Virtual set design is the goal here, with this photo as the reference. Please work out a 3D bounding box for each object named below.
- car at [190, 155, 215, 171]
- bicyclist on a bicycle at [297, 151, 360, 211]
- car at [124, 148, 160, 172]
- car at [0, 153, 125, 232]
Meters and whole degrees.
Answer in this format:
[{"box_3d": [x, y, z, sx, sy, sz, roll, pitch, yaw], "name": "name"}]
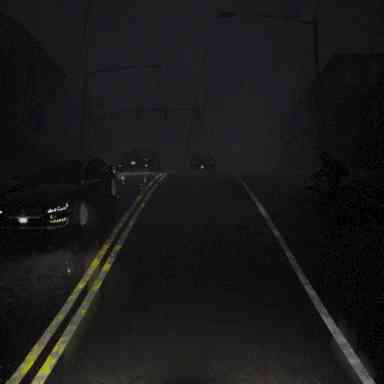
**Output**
[{"box_3d": [0.880, -2.207, 26.412, 1.895, 1.301, 4.718, 0, 2, 3], "name": "car"}, {"box_3d": [3.667, -0.257, 8.887, 1.656, 1.620, 0.582, -1, 11, 6], "name": "bicyclist on a bicycle"}, {"box_3d": [-3.075, -1.906, 19.814, 1.994, 1.385, 4.181, 0, 5, 3], "name": "car"}, {"box_3d": [-3.409, -0.214, 9.107, 1.837, 1.490, 4.892, 0, 13, 1], "name": "car"}]
